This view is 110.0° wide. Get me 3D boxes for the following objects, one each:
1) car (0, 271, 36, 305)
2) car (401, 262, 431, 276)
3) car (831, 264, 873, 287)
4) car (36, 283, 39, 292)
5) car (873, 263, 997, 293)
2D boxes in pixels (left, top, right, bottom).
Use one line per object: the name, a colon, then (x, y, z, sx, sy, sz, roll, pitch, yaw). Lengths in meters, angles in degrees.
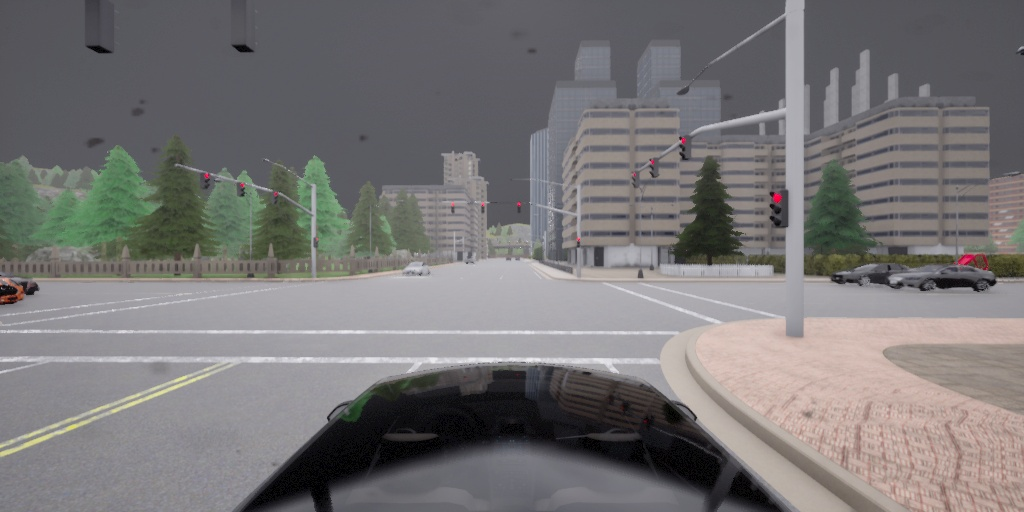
car: (-21.857, 1.094, 13.648, 4.553, 1.767, 2.097, 0, 0, 1)
car: (-9.643, 1.305, 36.402, 1.812, 1.442, 4.674, 0, 1, 1)
car: (24.075, 1.239, 23.797, 4.892, 1.490, 1.837, 0, 0, 1)
car: (-25.705, 1.303, 17.198, 4.181, 1.385, 1.994, 0, 0, 1)
car: (24.117, 1.228, 20.297, 4.902, 1.511, 2.128, 0, 0, 1)
